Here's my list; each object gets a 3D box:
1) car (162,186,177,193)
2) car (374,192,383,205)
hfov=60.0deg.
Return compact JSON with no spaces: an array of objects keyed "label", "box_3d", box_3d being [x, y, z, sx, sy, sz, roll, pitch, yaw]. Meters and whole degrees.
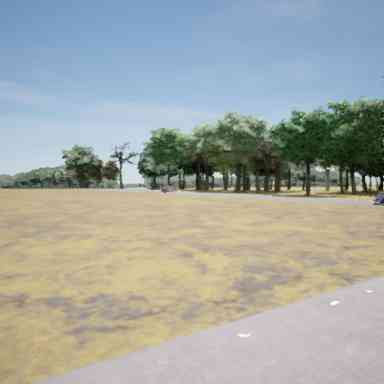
[{"label":"car","box_3d":[-5.552,-0.755,82.679,2.097,1.767,4.553,-1,2,-36]},{"label":"car","box_3d":[24.974,0.784,40.636,2.097,1.767,4.553,-1,2,-36]}]
